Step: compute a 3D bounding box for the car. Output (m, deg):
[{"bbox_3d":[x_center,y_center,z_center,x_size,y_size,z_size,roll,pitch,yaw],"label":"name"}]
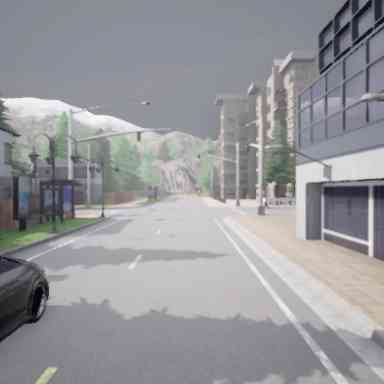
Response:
[{"bbox_3d":[-3.565,1.530,4.303,1.994,1.385,4.181,0,1,0],"label":"car"}]
